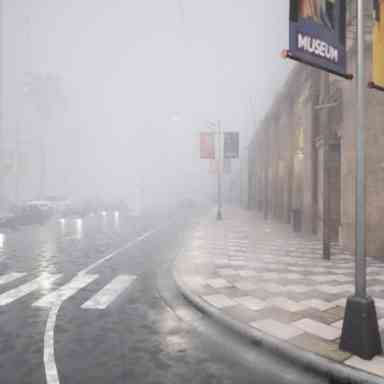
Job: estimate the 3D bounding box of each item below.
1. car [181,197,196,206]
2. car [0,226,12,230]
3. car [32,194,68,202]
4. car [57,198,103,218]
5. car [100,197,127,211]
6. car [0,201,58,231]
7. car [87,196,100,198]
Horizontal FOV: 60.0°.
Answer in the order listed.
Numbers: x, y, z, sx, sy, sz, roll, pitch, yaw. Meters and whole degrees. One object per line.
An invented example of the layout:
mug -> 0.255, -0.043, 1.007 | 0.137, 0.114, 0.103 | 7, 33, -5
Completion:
car -> -0.555, 1.564, 54.471 | 1.994, 1.385, 4.181 | 0, 0, 10
car -> -5.204, 1.541, 5.086 | 1.837, 1.490, 4.892 | 0, 0, 5
car -> -13.545, 1.215, 31.567 | 2.150, 2.045, 5.566 | 0, 0, 5
car -> -10.124, 1.520, 30.503 | 1.812, 1.442, 4.674 | 0, 0, 6
car -> -9.175, 1.518, 40.347 | 1.812, 1.442, 4.674 | 0, 0, 6
car -> -10.966, 1.543, 21.112 | 2.033, 1.411, 5.357 | 0, 0, 5
car -> -12.548, 1.344, 41.844 | 2.097, 1.767, 4.553 | 0, 0, 6
